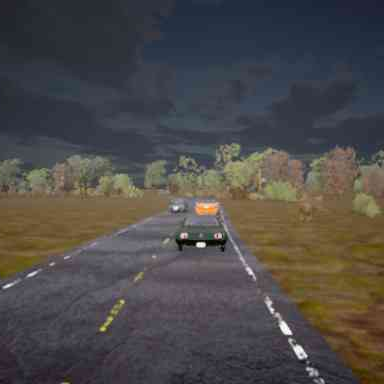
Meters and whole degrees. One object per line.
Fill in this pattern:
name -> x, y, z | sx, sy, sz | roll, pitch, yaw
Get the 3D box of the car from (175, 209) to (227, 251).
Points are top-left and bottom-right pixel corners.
car -> 0.414, 1.594, 14.107 | 1.895, 1.301, 4.718 | 0, 0, 2

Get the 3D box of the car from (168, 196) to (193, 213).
car -> -1.435, 1.479, 36.044 | 2.128, 1.511, 4.902 | 0, 0, 4

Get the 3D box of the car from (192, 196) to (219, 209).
car -> 1.431, 1.334, 31.194 | 2.097, 1.767, 4.553 | 0, 0, 4

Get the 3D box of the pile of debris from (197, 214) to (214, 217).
pile of debris -> 1.232, 2.159, 30.143 | 1.500, 0.140, 1.860 | 0, 0, 4
